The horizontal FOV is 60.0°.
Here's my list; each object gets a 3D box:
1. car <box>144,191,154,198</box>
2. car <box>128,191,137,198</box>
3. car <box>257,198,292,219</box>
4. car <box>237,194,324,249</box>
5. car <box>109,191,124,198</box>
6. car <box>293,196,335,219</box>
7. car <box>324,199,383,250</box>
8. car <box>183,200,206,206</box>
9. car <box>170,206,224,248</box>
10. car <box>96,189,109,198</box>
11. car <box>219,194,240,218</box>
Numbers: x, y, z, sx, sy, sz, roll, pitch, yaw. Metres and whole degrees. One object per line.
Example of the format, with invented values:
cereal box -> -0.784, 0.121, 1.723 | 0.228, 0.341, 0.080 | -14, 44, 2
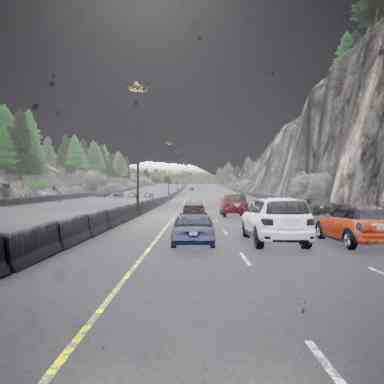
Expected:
car -> -9.954, 0.644, 76.732 | 2.128, 1.511, 4.902 | 0, 1, 0
car -> -13.454, 0.644, 76.759 | 2.128, 1.511, 4.902 | 0, 1, 0
car -> 7.179, 1.408, 29.548 | 1.882, 1.535, 5.008 | 0, 0, 0
car -> 3.563, 1.258, 14.610 | 2.150, 2.045, 5.566 | 0, 0, 0
car -> -16.954, 0.658, 76.786 | 2.033, 1.411, 5.357 | 0, 1, 0
car -> 10.679, 1.289, 29.490 | 2.097, 1.767, 4.553 | 0, 0, 0
car -> 7.063, 1.367, 14.522 | 2.097, 1.767, 4.553 | 0, 0, 0
car -> 0.180, 1.408, 29.602 | 1.882, 1.535, 5.008 | 0, 0, 0
car -> 0.063, 1.564, 14.607 | 2.033, 1.411, 5.357 | 0, 0, 0
car -> -20.454, 0.344, 76.776 | 2.150, 2.045, 5.566 | 0, 1, 0
car -> 3.680, 1.180, 29.604 | 2.150, 2.045, 5.566 | 0, 0, 0
